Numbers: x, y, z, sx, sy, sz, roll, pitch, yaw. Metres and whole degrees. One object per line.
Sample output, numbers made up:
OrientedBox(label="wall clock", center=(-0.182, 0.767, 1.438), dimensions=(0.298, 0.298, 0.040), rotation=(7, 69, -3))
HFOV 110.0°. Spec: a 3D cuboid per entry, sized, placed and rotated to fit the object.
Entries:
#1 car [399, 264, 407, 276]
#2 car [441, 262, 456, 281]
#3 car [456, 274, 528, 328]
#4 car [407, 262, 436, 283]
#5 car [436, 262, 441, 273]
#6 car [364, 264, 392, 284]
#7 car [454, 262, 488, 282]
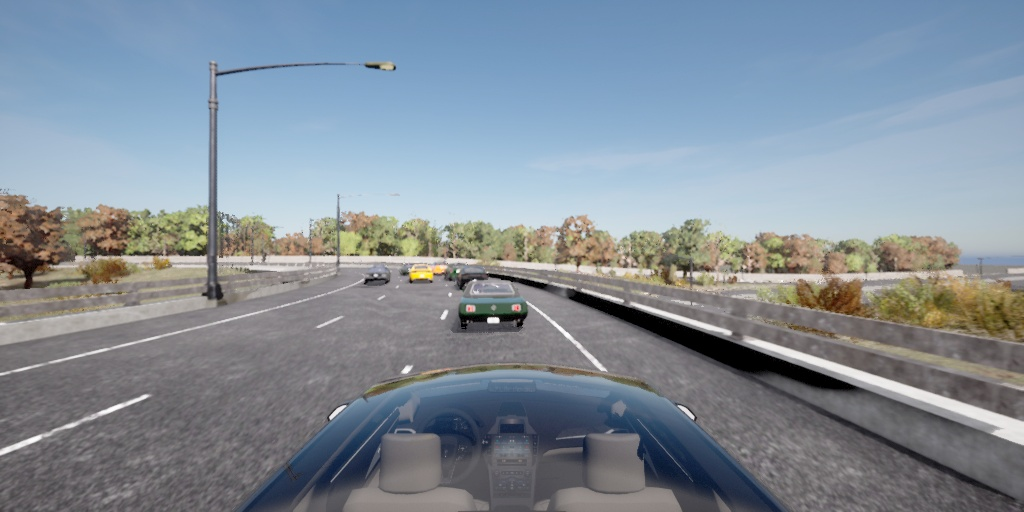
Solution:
OrientedBox(label="car", center=(-12.823, 1.706, 44.730), dimensions=(1.994, 1.385, 4.181), rotation=(0, 0, -24))
OrientedBox(label="car", center=(-5.348, 1.392, 34.731), dimensions=(2.097, 1.767, 4.553), rotation=(0, 0, -17))
OrientedBox(label="car", center=(-0.711, 1.436, 11.727), dimensions=(1.895, 1.301, 4.718), rotation=(0, -1, -6))
OrientedBox(label="car", center=(-8.055, 1.498, 31.673), dimensions=(1.882, 1.535, 5.008), rotation=(0, -1, -16))
OrientedBox(label="car", center=(-9.283, 1.489, 45.365), dimensions=(2.097, 1.767, 4.553), rotation=(0, -1, -22))
OrientedBox(label="car", center=(-11.240, 1.564, 30.205), dimensions=(2.033, 1.411, 5.357), rotation=(0, 0, -16))
OrientedBox(label="car", center=(-2.793, 1.428, 24.908), dimensions=(1.882, 1.535, 5.008), rotation=(0, -1, -12))
